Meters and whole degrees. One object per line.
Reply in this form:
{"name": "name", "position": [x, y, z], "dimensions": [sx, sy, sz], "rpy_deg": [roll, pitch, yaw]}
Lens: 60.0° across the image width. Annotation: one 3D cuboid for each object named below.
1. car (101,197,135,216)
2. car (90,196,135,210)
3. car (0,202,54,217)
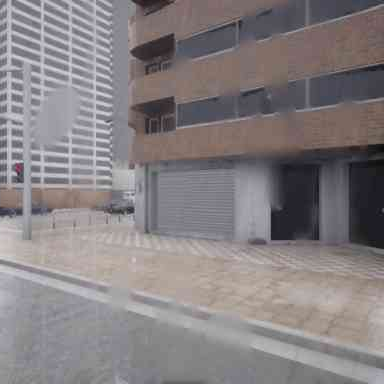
{"name": "car", "position": [-5.906, 1.491, 32.041], "dimensions": [2.128, 1.511, 4.902], "rpy_deg": [0, 0, 36]}
{"name": "car", "position": [-9.403, 1.547, 39.434], "dimensions": [2.033, 1.411, 5.357], "rpy_deg": [0, 0, 36]}
{"name": "car", "position": [-15.559, 1.601, 30.977], "dimensions": [1.895, 1.301, 4.718], "rpy_deg": [0, 0, 36]}
